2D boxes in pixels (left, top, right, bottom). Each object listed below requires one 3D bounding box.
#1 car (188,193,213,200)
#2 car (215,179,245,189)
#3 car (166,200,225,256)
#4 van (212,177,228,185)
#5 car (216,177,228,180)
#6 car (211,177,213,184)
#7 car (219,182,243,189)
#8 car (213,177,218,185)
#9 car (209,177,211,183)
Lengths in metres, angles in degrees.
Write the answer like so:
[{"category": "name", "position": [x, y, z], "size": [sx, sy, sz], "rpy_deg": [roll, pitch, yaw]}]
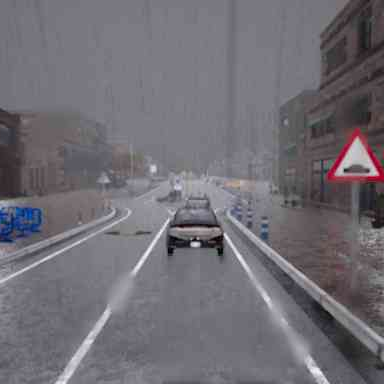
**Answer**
[{"category": "car", "position": [0.646, 0.811, 27.610], "size": [2.128, 1.511, 4.902], "rpy_deg": [0, 2, 6]}, {"category": "car", "position": [8.053, -1.307, 67.738], "size": [5.366, 1.575, 1.946], "rpy_deg": [0, 4, -1]}, {"category": "car", "position": [0.104, 1.263, 12.100], "size": [2.128, 1.511, 4.902], "rpy_deg": [0, 1, 0]}, {"category": "van", "position": [8.049, -3.164, 95.118], "size": [4.442, 1.987, 1.878], "rpy_deg": [0, 3, -1]}, {"category": "car", "position": [8.146, -1.787, 73.233], "size": [4.553, 1.767, 2.185], "rpy_deg": [0, 4, -1]}, {"category": "car", "position": [8.031, -2.489, 86.996], "size": [4.892, 1.521, 2.231], "rpy_deg": [0, 3, -1]}, {"category": "car", "position": [8.211, -1.444, 70.494], "size": [4.674, 1.452, 2.002], "rpy_deg": [0, 4, -1]}, {"category": "car", "position": [8.176, -2.085, 75.976], "size": [5.566, 2.045, 2.435], "rpy_deg": [0, 4, -1]}, {"category": "car", "position": [7.969, -2.797, 92.498], "size": [5.008, 1.535, 2.097], "rpy_deg": [0, 3, -1]}]
